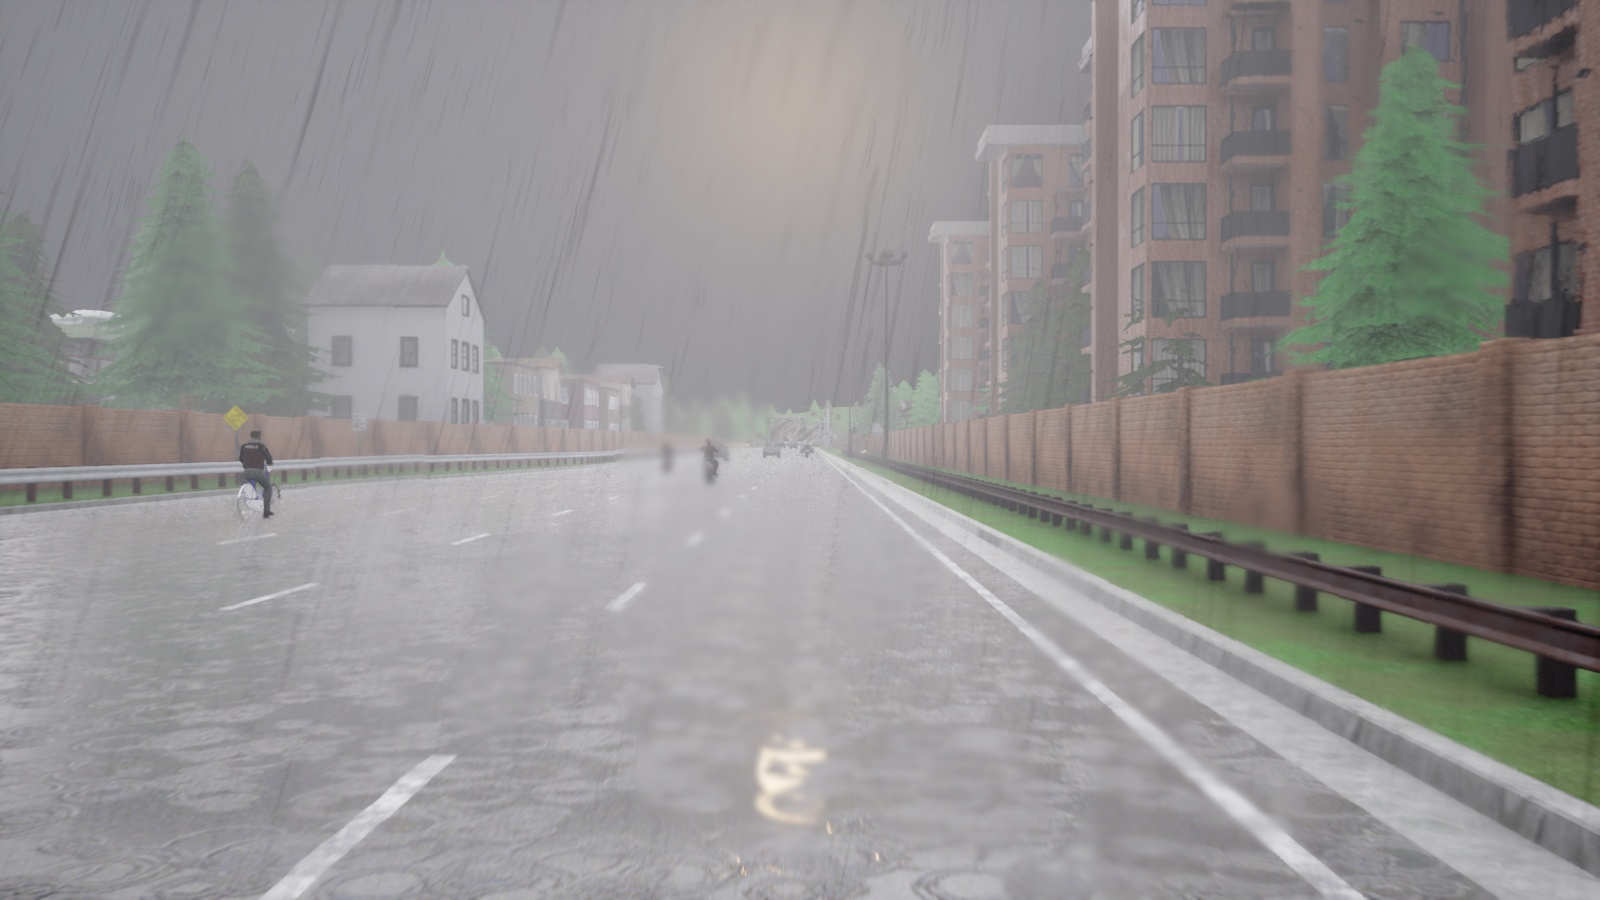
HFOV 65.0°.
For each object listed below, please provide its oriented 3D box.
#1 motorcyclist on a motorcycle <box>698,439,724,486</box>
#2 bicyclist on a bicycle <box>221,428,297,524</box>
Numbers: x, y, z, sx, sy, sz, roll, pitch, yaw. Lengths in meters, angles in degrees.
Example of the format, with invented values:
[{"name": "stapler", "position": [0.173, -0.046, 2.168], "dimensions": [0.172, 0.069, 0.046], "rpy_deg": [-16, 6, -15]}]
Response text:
[{"name": "motorcyclist on a motorcycle", "position": [-3.225, 0.437, 45.771], "dimensions": [0.766, 1.649, 2.350], "rpy_deg": [0, 0, 0]}, {"name": "bicyclist on a bicycle", "position": [-10.348, 0.474, 24.079], "dimensions": [0.659, 1.776, 1.843], "rpy_deg": [0, 1, 0]}]
